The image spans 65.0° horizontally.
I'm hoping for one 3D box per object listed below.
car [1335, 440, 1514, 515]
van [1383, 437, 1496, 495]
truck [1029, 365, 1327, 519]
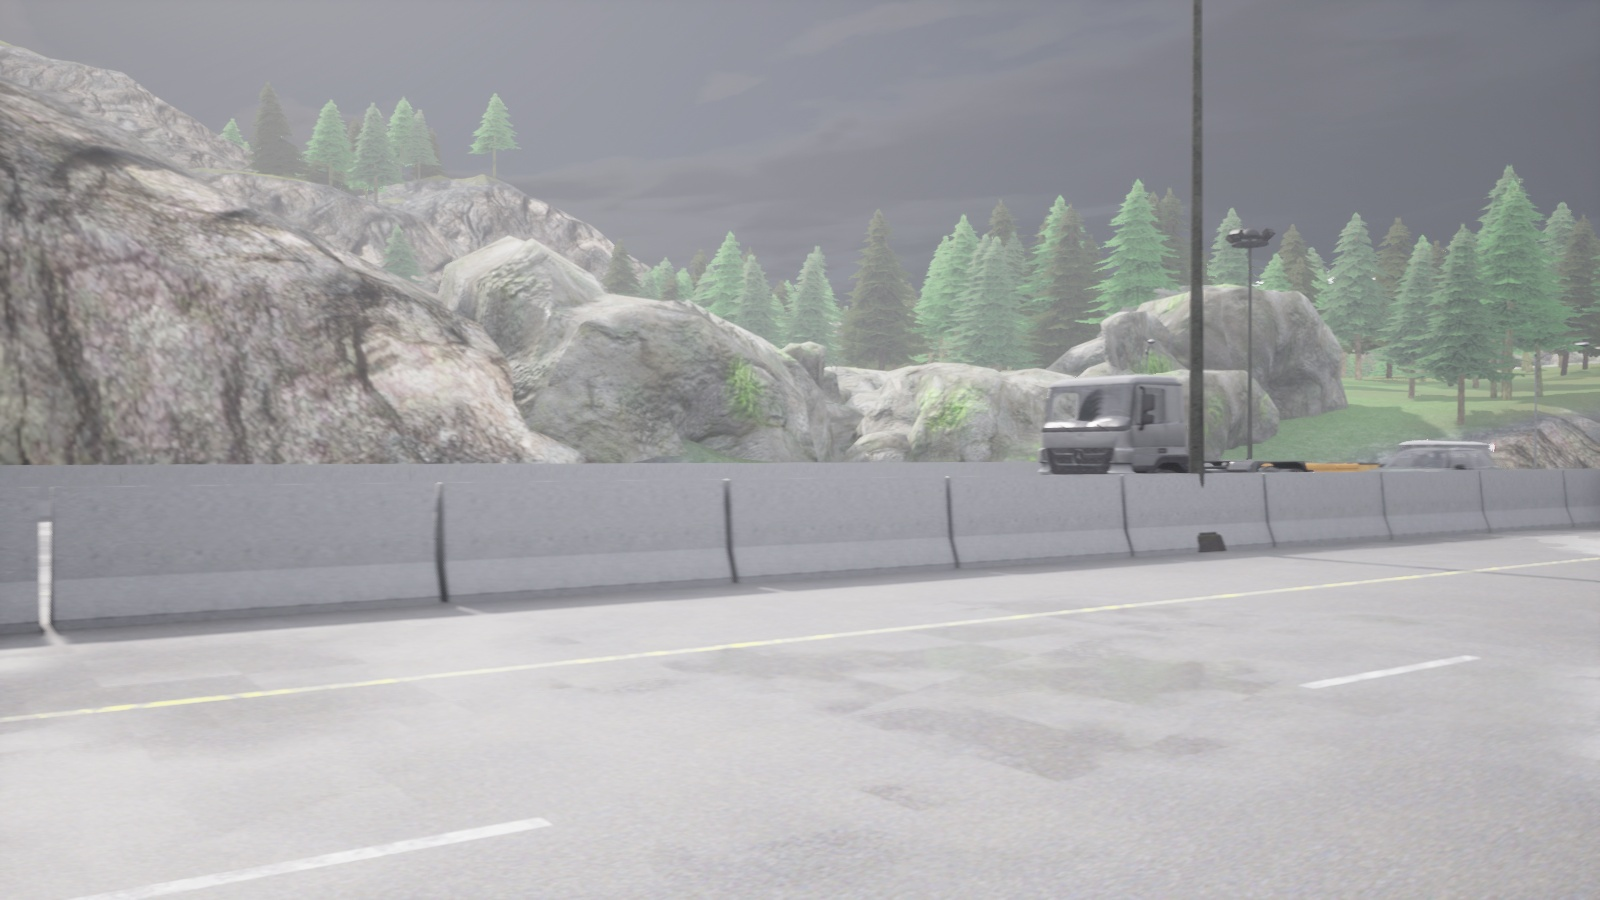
[{"bbox_3d":[15.804,0.647,31.717,4.553,1.767,2.097,0,0,-35],"label":"car"},{"bbox_3d":[23.110,0.561,45.331,4.442,1.987,1.775,0,0,-35],"label":"van"},{"bbox_3d":[9.688,-0.180,31.727,7.936,3.462,2.891,0,0,-35],"label":"truck"}]
